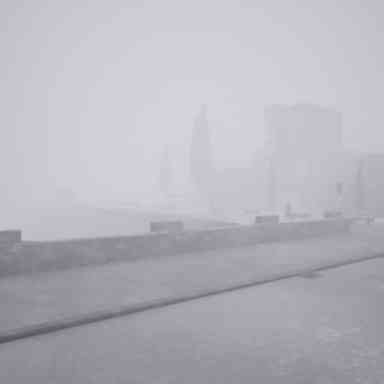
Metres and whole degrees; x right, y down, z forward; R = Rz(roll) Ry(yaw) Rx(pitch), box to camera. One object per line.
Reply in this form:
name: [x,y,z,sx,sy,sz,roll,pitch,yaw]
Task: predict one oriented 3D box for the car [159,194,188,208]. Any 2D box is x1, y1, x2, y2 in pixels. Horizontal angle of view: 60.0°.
car: [-2.768,1.278,49.269,2.150,2.045,5.566,0,0,-35]
